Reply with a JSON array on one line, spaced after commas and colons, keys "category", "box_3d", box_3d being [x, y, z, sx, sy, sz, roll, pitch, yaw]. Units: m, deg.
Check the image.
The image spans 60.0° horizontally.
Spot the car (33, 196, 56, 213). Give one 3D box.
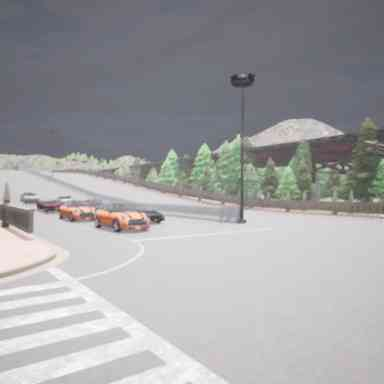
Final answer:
[{"category": "car", "box_3d": [-15.131, 1.459, 35.560, 1.895, 1.301, 4.718, 1, 2, -36]}]

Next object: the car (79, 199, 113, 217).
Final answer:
[{"category": "car", "box_3d": [-10.061, 1.565, 34.599, 1.837, 1.490, 4.892, 1, 2, -37]}]

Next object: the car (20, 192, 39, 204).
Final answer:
[{"category": "car", "box_3d": [-21.292, 0.703, 43.975, 1.895, 1.301, 4.718, 1, 5, -36]}]

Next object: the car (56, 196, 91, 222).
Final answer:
[{"category": "car", "box_3d": [-9.594, 1.497, 28.100, 2.097, 1.767, 4.553, 1, 0, -37]}]

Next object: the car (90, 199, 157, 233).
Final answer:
[{"category": "car", "box_3d": [-4.455, 1.505, 21.195, 2.097, 1.767, 4.553, 1, -1, -37]}]

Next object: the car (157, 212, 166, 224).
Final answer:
[{"category": "car", "box_3d": [-4.223, 1.744, 26.741, 2.033, 1.411, 5.357, 1, -1, -37]}]
